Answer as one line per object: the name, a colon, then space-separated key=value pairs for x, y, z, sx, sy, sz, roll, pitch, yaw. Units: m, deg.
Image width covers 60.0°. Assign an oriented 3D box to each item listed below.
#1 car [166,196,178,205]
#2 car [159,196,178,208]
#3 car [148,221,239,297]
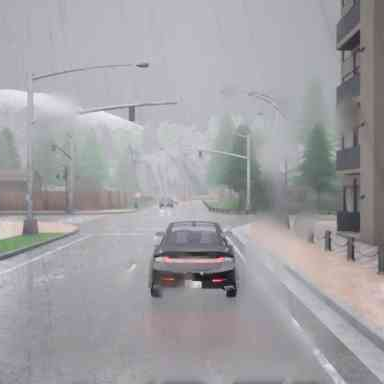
car: x=-3.587 y=1.515 z=60.000 sx=1.812 sy=1.442 sz=4.674 roll=0 pitch=0 yaw=0
car: x=-3.609 y=1.483 z=47.846 sx=2.128 sy=1.511 sz=4.902 roll=0 pitch=0 yaw=0
car: x=0.052 y=1.490 z=8.534 sx=2.128 sy=1.511 sz=4.902 roll=0 pitch=0 yaw=0
